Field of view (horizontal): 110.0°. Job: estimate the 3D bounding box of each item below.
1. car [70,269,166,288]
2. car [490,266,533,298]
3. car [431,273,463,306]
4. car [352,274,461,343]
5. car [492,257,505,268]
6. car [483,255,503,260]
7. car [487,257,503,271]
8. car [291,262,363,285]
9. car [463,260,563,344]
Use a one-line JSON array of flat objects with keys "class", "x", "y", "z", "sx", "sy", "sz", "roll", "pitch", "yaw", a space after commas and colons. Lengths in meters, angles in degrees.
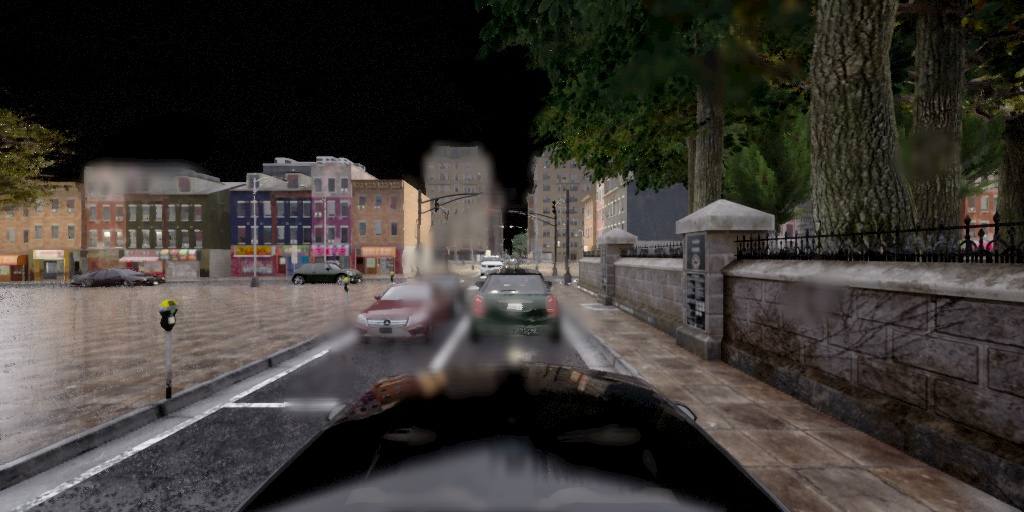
[{"class": "car", "x": -28.648, "y": 1.627, "z": 26.151, "sx": 5.357, "sy": 1.411, "sz": 2.033, "roll": -1, "pitch": 0, "yaw": 0}, {"class": "car", "x": -0.144, "y": 1.313, "z": 19.196, "sx": 1.994, "sy": 1.385, "sz": 4.181, "roll": 0, "pitch": 0, "yaw": -5}, {"class": "car", "x": -2.638, "y": 1.315, "z": 13.299, "sx": 1.948, "sy": 1.339, "sz": 4.313, "roll": 0, "pitch": 0, "yaw": 0}, {"class": "car", "x": -2.638, "y": 1.331, "z": 9.637, "sx": 1.802, "sy": 1.307, "sz": 4.207, "roll": 0, "pitch": 0, "yaw": 0}, {"class": "car", "x": -2.282, "y": 1.090, "z": 61.117, "sx": 2.097, "sy": 1.767, "sz": 4.553, "roll": 0, "pitch": 0, "yaw": 0}, {"class": "car", "x": -2.078, "y": 0.963, "z": 36.397, "sx": 2.150, "sy": 2.045, "sz": 5.566, "roll": 0, "pitch": 0, "yaw": -3}, {"class": "car", "x": -2.294, "y": 1.090, "z": 49.678, "sx": 2.097, "sy": 1.767, "sz": 4.553, "roll": 0, "pitch": 0, "yaw": 0}, {"class": "car", "x": -13.391, "y": 1.230, "z": 26.207, "sx": 4.553, "sy": 1.767, "sz": 2.097, "roll": -1, "pitch": 0, "yaw": 0}, {"class": "car", "x": 0.073, "y": 1.101, "z": 9.752, "sx": 2.097, "sy": 1.767, "sz": 4.553, "roll": 0, "pitch": 0, "yaw": 0}]
